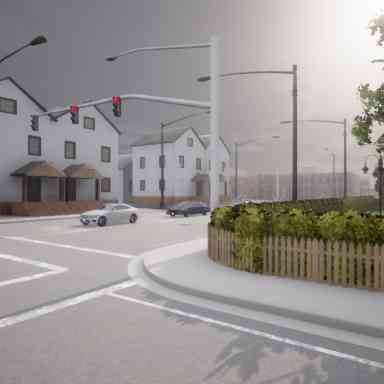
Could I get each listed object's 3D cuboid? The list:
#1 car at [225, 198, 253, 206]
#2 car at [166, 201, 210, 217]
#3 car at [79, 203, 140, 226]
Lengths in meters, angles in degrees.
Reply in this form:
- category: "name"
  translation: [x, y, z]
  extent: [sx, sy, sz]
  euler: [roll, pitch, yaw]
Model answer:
- category: "car"
  translation: [5.708, 1.492, 39.863]
  extent: [2.128, 1.511, 4.902]
  euler: [0, 0, 35]
- category: "car"
  translation: [-0.172, 1.547, 31.375]
  extent: [2.033, 1.411, 5.357]
  euler: [0, 0, 35]
- category: "car"
  translation: [-5.662, 1.526, 23.428]
  extent: [1.812, 1.442, 4.674]
  euler: [0, 0, 35]
